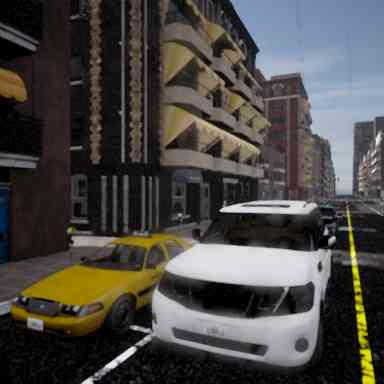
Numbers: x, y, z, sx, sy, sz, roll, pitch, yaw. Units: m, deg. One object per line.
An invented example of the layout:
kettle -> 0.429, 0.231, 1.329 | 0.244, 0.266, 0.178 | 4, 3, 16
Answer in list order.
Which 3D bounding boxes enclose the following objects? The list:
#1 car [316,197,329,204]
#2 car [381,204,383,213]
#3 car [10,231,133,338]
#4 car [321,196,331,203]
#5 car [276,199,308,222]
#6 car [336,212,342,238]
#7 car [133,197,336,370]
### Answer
car -> 24.951, 1.604, 63.394 | 2.008, 1.369, 4.403 | 0, 0, 25
car -> 20.712, 1.576, 34.241 | 2.008, 1.369, 4.403 | 0, 0, 25
car -> -1.182, 1.526, 6.836 | 1.752, 1.417, 4.829 | 0, 0, 25
car -> 30.323, 1.652, 75.141 | 1.802, 1.307, 4.206 | 0, 0, 25
car -> 8.366, 1.455, 27.500 | 1.967, 1.590, 4.097 | 0, 0, 25
car -> 6.962, 1.514, 18.033 | 1.837, 1.490, 4.892 | 0, 0, 25
car -> 1.428, 1.224, 6.309 | 2.150, 2.045, 5.566 | 0, 0, 25
